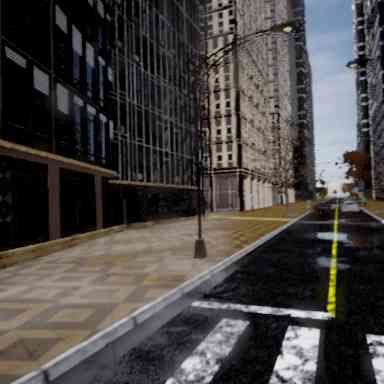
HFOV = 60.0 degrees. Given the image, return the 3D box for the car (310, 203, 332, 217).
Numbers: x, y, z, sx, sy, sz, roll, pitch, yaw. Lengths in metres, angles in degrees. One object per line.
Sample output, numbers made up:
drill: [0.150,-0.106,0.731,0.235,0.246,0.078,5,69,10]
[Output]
car: [13.654,1.874,35.074,1.994,1.385,4.181,-3,-1,24]

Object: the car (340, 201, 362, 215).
car: [17.826,1.739,37.456,1.812,1.442,4.674,-3,-1,24]

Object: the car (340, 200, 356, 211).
car: [22.000,1.889,47.065,1.895,1.301,4.718,-3,-1,24]
